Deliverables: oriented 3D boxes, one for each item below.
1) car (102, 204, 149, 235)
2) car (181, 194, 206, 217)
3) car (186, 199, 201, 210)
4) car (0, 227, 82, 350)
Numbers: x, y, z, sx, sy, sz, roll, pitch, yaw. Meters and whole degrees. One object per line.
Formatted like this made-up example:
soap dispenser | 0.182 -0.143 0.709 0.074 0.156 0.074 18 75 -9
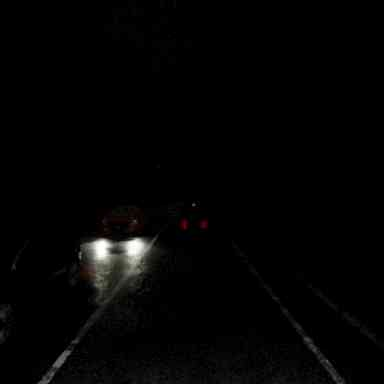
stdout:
car | -3.565 1.430 18.527 1.882 1.535 5.008 0 0 0
car | 0.134 1.195 30.574 2.150 2.045 5.566 0 0 0
car | 0.143 1.693 46.059 1.994 1.385 4.181 0 -1 0
car | -3.593 1.487 6.219 2.128 1.511 4.902 0 0 0
